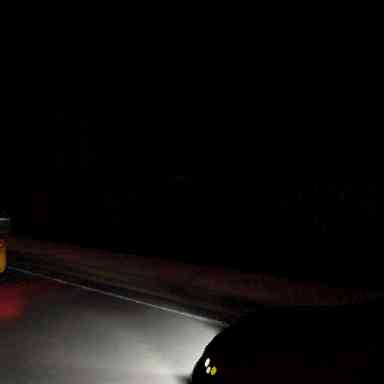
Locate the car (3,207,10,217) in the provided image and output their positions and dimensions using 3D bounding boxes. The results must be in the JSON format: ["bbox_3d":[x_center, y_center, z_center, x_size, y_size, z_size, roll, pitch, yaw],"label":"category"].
[{"bbox_3d":[-14.227,1.470,29.698,1.812,1.442,4.674,0,0,35],"label":"car"}]

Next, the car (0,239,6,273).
[{"bbox_3d":[-6.956,1.477,9.017,5.008,1.535,1.882,0,0,37],"label":"car"}]

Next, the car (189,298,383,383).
[{"bbox_3d":[2.021,1.563,2.565,4.181,1.385,1.994,0,0,34],"label":"car"}]
